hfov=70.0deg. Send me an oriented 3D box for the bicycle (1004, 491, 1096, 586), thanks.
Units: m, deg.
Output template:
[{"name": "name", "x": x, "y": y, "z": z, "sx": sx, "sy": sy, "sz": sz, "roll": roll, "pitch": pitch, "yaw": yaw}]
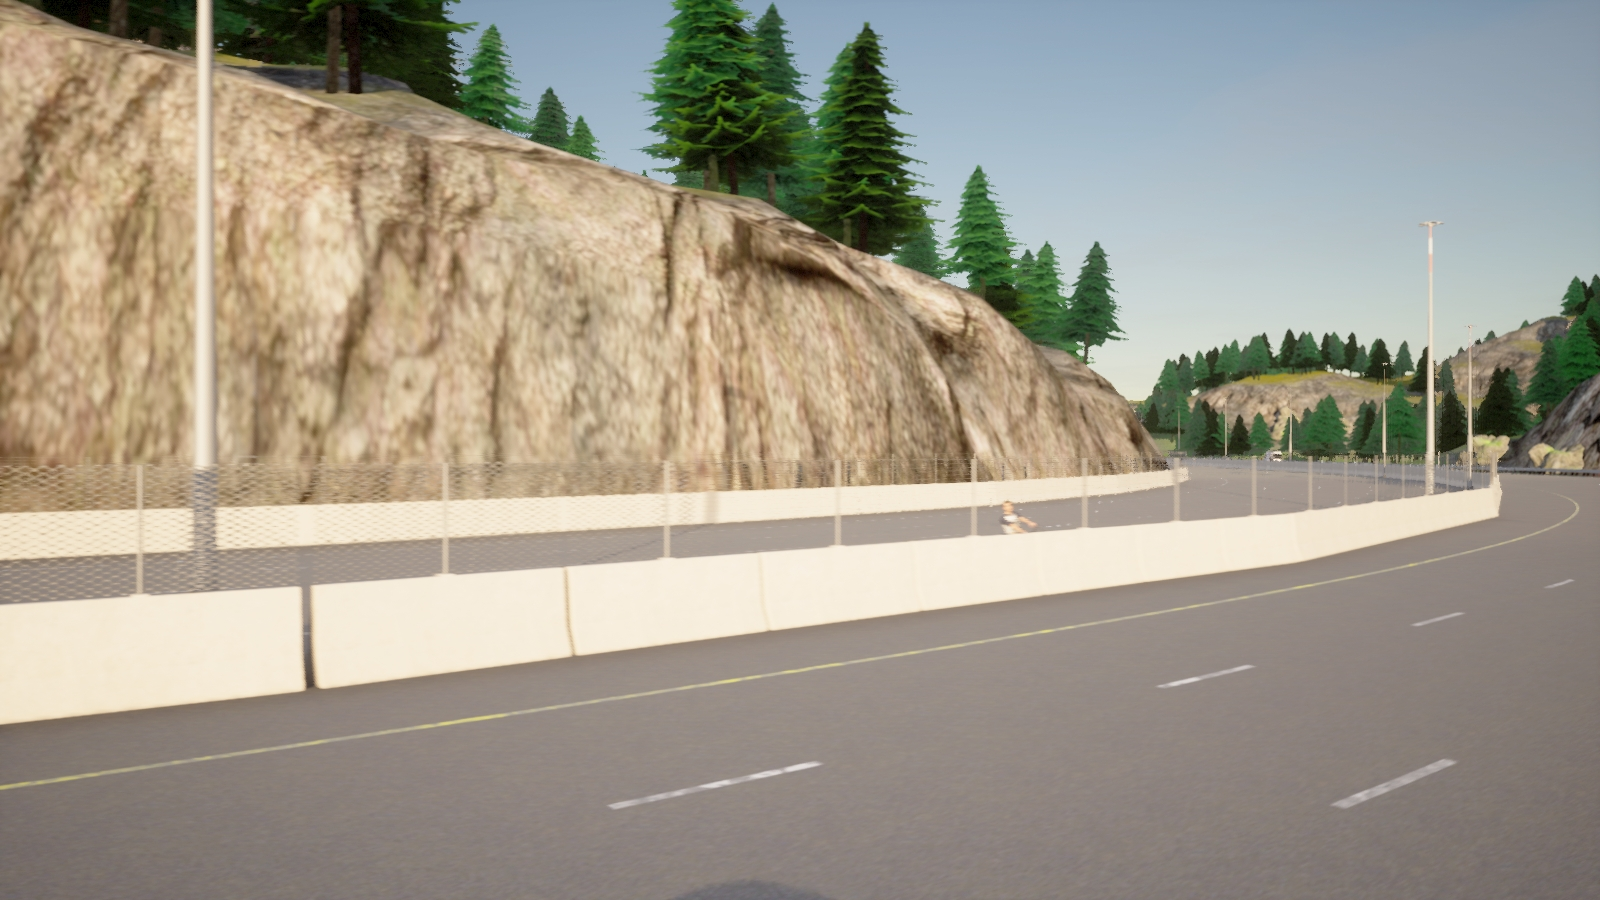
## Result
[{"name": "bicycle", "x": 5.189, "y": 1.867, "z": 23.850, "sx": 0.373, "sy": 1.514, "sz": 1.643, "roll": -20, "pitch": -13, "yaw": -30}]
